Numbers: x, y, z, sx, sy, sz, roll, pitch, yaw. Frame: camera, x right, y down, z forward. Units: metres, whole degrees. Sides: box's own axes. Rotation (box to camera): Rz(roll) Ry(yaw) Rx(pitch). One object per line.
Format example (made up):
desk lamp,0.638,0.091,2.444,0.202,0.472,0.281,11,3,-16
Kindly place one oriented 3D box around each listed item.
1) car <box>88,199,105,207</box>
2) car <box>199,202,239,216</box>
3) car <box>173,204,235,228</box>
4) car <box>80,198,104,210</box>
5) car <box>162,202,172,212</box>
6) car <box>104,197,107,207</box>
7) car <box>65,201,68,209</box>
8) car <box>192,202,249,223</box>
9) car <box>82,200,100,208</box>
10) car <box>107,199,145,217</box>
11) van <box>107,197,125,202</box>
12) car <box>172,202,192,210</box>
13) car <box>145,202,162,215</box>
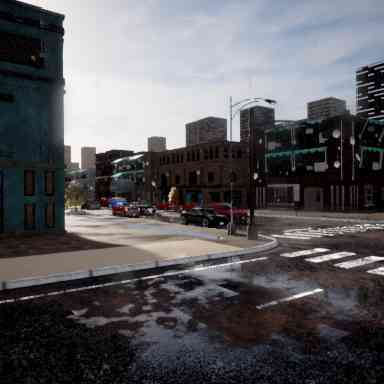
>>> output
car,-19.500,2.227,67.938,1.887,1.381,4.507,-1,0,-35
car,2.892,1.809,36.318,2.008,1.369,4.403,-2,0,-35
car,0.776,1.814,24.595,1.947,1.339,4.313,-1,0,-35
car,-16.398,1.947,53.720,2.097,1.767,4.553,-1,0,-35
car,-3.504,1.965,45.352,1.802,1.307,4.206,-1,0,-35
car,-16.306,1.939,63.420,2.192,1.841,5.009,-1,0,-35
car,-23.041,2.232,58.437,1.752,1.417,4.829,-1,0,-35
car,2.408,1.710,26.992,1.882,1.535,5.008,-1,0,-35
car,-19.242,2.229,63.108,1.994,1.385,4.181,-1,0,-35
car,-7.147,1.846,35.990,1.967,1.590,4.097,-1,0,-35
van,-13.107,1.906,58.903,1.690,1.788,3.998,-1,0,-35
car,-0.306,1.903,40.835,1.802,1.307,4.206,-2,0,-35
car,-5.981,1.888,38.852,2.128,1.511,4.902,-1,0,-35
